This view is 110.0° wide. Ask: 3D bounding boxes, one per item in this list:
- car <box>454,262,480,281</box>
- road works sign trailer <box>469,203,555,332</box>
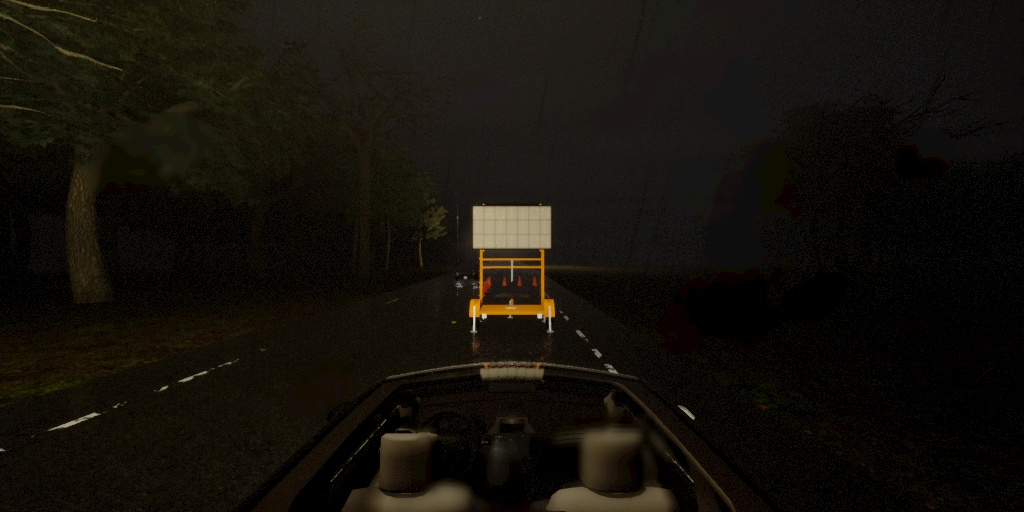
[{"bbox_3d":[-3.494,1.233,29.612,2.033,1.411,5.357,0,0,0],"label":"car"},{"bbox_3d":[0.002,0.210,10.797,2.380,3.560,2.880,0,0,0],"label":"road works sign trailer"}]
